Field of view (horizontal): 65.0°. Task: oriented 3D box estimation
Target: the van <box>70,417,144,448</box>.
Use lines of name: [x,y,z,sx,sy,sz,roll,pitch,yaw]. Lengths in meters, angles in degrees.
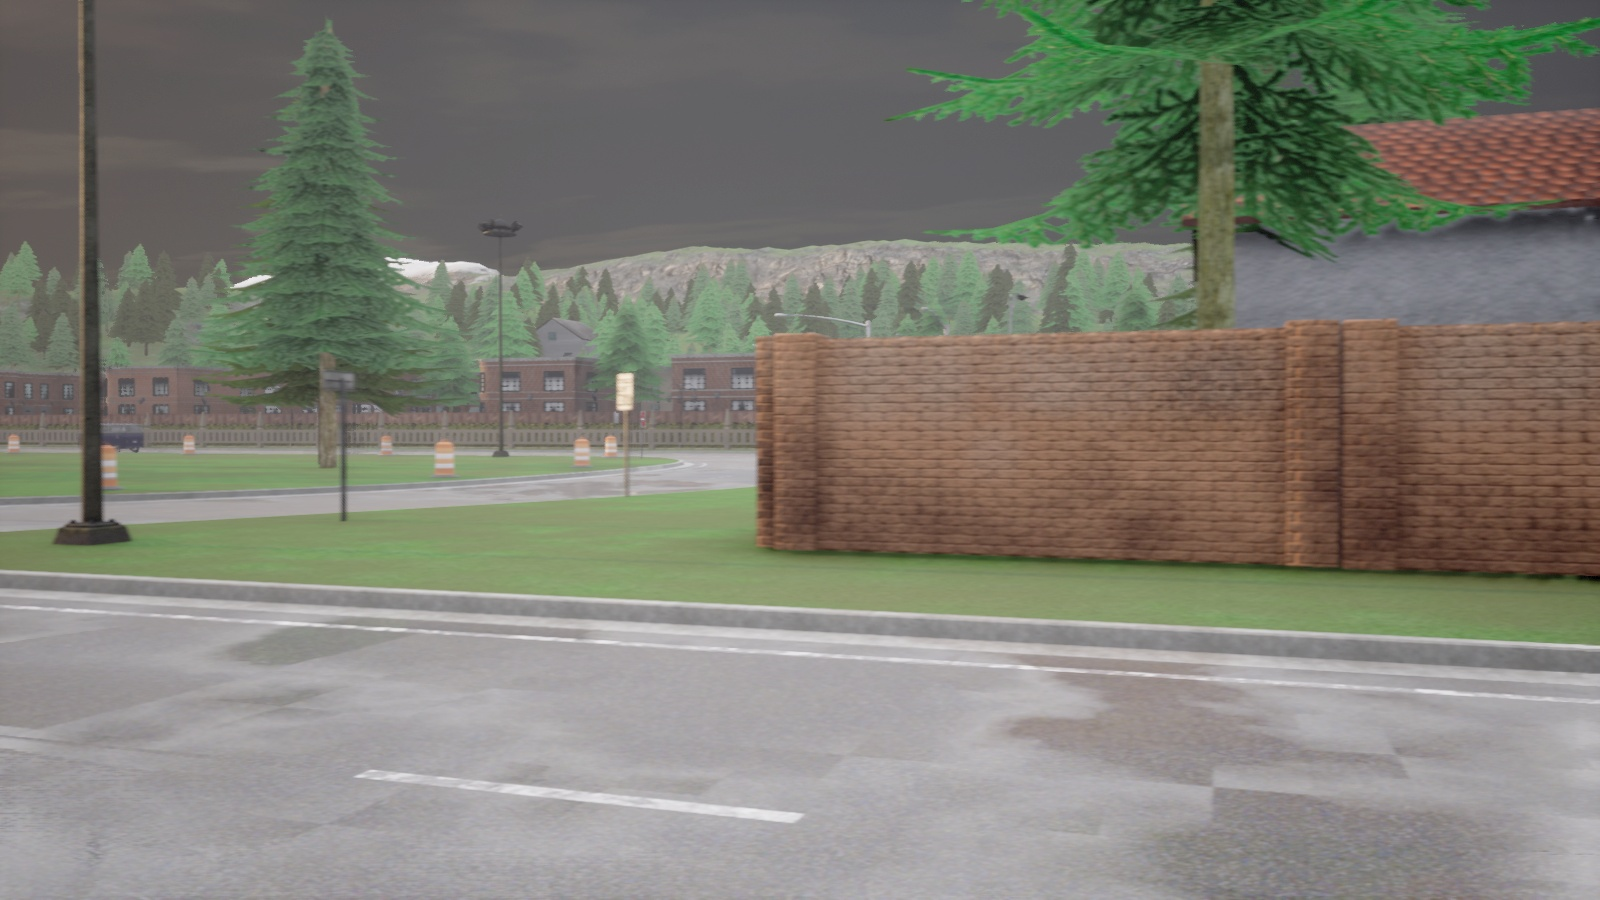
van: [-46.190,-1.166,83.692,4.442,1.987,1.775,1,1,18]
